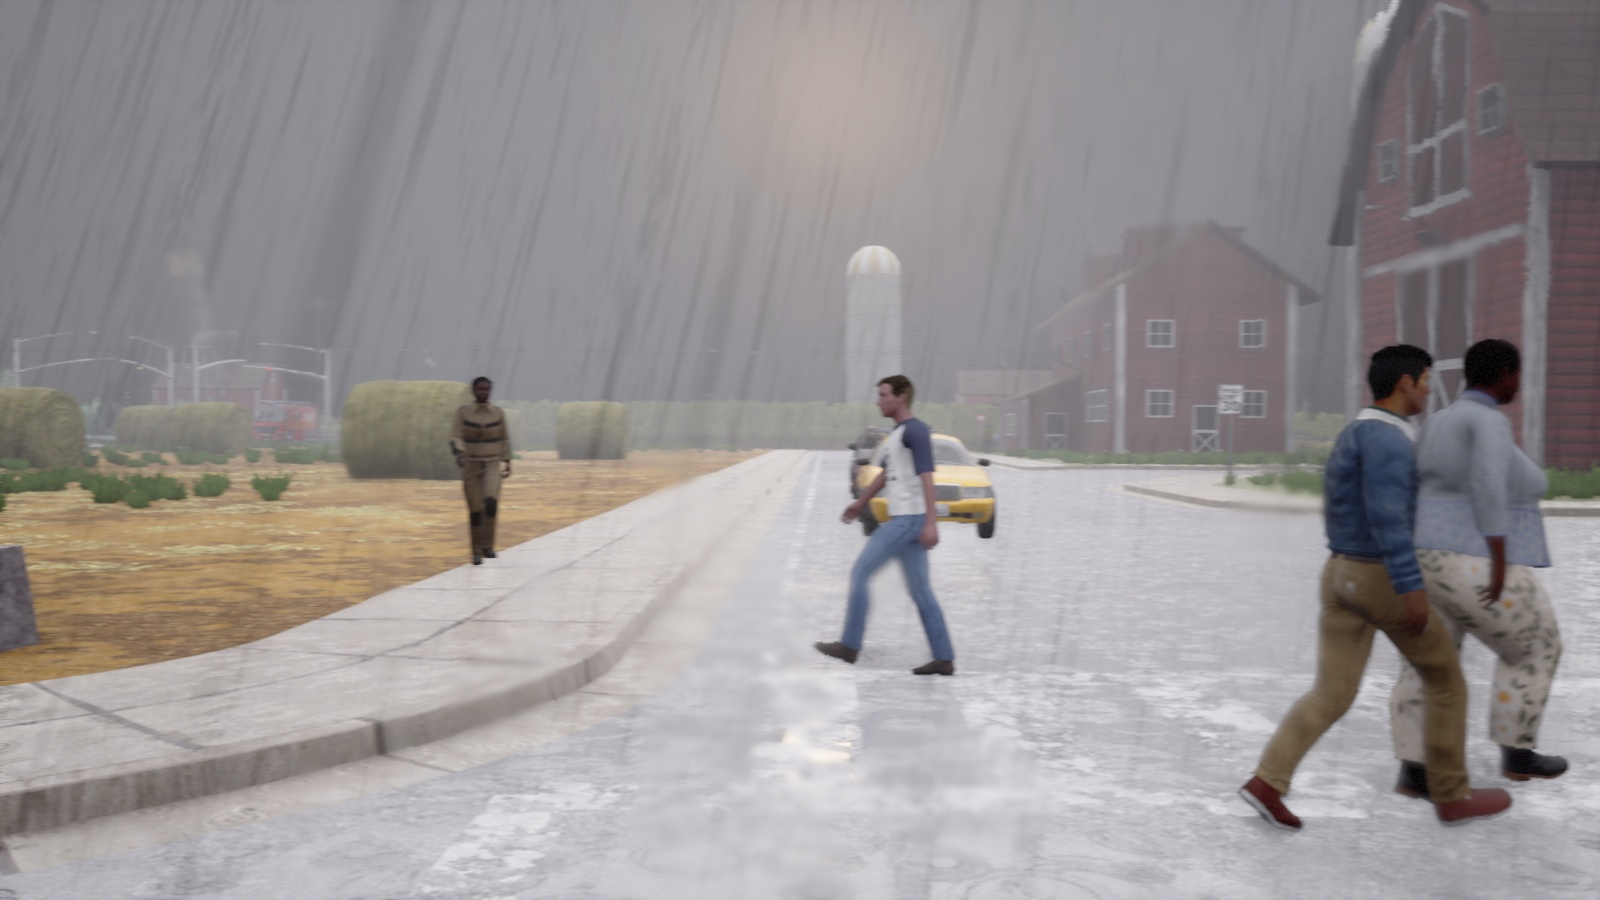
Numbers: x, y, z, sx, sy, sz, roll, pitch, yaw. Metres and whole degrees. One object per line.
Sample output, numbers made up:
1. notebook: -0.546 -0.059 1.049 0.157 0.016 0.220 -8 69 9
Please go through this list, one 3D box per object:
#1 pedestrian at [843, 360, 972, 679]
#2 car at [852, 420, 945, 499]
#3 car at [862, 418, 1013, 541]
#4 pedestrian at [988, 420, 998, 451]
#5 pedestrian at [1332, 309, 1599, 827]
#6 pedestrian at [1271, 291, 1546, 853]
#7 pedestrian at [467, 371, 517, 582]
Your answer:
1. pedestrian: 0.629 0.400 7.456 0.706 1.836 0.354 -1 1 -2
2. car: 2.127 0.171 28.018 1.851 1.617 3.988 -1 1 1
3. car: 1.907 0.348 18.911 1.801 1.575 5.366 -1 1 1
4. pedestrian: 11.585 -0.881 75.222 0.431 1.840 0.709 0 1 22
5. pedestrian: 2.762 0.413 4.965 0.900 1.855 0.874 -1 1 -5
6. pedestrian: 2.194 0.426 4.575 0.788 1.949 0.423 -1 1 1
7. pedestrian: -2.918 0.235 11.879 0.396 1.930 0.692 -1 1 -17
